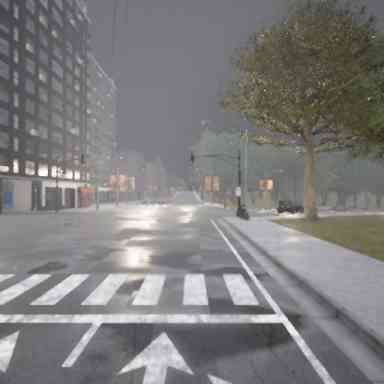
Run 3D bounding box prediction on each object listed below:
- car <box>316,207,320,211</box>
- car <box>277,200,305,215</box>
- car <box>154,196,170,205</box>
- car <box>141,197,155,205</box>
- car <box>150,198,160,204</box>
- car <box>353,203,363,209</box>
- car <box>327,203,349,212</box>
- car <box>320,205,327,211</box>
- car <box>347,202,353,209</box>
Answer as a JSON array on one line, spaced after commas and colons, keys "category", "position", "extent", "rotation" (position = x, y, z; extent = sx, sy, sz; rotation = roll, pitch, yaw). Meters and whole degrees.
[{"category": "car", "position": [21.546, 2.841, 62.254], "extent": [4.553, 1.767, 2.097], "rotation": [3, -2, -45]}, {"category": "car", "position": [13.682, 2.081, 45.159], "extent": [2.150, 2.045, 5.566], "rotation": [0, -2, 45]}, {"category": "car", "position": [-6.473, 2.154, 71.916], "extent": [1.895, 1.301, 4.718], "rotation": [0, -1, 0]}, {"category": "car", "position": [-9.723, 1.915, 71.918], "extent": [2.097, 1.767, 4.553], "rotation": [0, -1, 0]}, {"category": "car", "position": [-9.717, 2.336, 87.044], "extent": [2.033, 1.411, 5.357], "rotation": [0, -1, 0]}, {"category": "car", "position": [42.877, 3.942, 83.626], "extent": [1.895, 1.301, 4.718], "rotation": [0, -3, 45]}, {"category": "car", "position": [31.863, 3.613, 72.581], "extent": [1.994, 1.385, 4.181], "rotation": [0, -3, 45]}, {"category": "car", "position": [29.690, 3.675, 75.003], "extent": [1.895, 1.301, 4.718], "rotation": [0, -3, 45]}, {"category": "car", "position": [40.294, 3.637, 85.640], "extent": [2.150, 2.045, 5.566], "rotation": [0, -3, 45]}]
